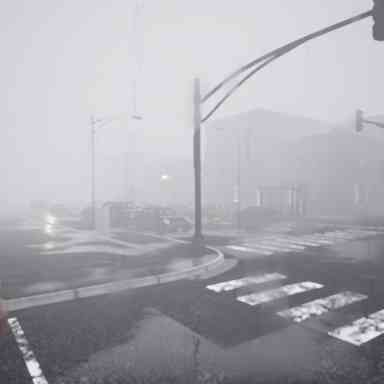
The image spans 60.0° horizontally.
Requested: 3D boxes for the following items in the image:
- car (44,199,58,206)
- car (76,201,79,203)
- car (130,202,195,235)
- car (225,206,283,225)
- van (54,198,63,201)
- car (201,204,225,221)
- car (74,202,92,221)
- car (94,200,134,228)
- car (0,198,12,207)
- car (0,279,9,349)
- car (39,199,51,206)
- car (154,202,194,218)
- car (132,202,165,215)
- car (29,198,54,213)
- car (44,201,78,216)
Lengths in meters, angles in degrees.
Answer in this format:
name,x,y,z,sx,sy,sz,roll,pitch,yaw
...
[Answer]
name,x,y,z,sx,sy,sz,roll,pitch,yaw
car,-31.988,2.430,75.428,1.887,1.381,4.507,-2,0,-36
car,-21.930,2.264,61.770,1.802,1.307,4.206,-2,0,-36
car,-1.850,1.664,20.425,1.967,1.590,4.097,-2,0,-36
car,4.891,1.708,25.351,1.947,1.339,4.313,-2,0,-36
van,-28.641,2.158,70.875,1.690,1.788,3.998,-2,0,-36
car,1.437,1.737,30.041,1.752,1.417,4.829,-2,0,-36
car,-8.553,1.910,29.530,2.008,1.369,4.403,-2,0,-36
car,-5.206,1.607,24.977,2.192,1.841,5.009,-2,0,-36
car,-42.119,2.351,75.028,2.192,1.841,5.009,-2,0,-36
car,-4.448,1.547,3.397,4.507,1.381,1.887,0,0,-35
car,-35.441,2.480,80.117,1.752,1.417,4.829,-2,0,-36
car,-1.916,1.804,34.593,1.752,1.417,4.829,-2,0,-36
car,-5.168,1.895,39.009,2.008,1.369,4.403,-2,0,-36
car,-21.970,1.944,47.739,2.192,1.841,5.009,-2,0,-36
car,-15.259,2.045,38.635,2.008,1.369,4.403,-2,0,-36
